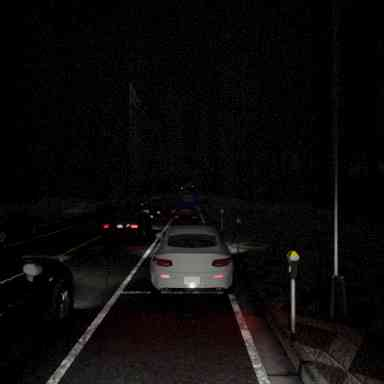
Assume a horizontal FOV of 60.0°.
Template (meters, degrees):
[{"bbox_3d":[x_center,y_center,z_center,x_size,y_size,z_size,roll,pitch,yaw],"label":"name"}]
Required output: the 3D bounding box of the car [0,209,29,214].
[{"bbox_3d":[-8.916,1.546,15.728,1.887,1.381,4.507,0,0,0],"label":"car"}]

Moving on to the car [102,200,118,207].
[{"bbox_3d":[-8.919,1.548,32.304,1.887,1.381,4.507,0,0,0],"label":"car"}]

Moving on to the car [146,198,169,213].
[{"bbox_3d":[-3.108,1.604,33.563,1.895,1.301,4.718,0,0,0],"label":"car"}]

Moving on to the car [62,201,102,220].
[{"bbox_3d":[-8.918,1.528,26.609,1.752,1.417,4.829,0,0,0],"label":"car"}]

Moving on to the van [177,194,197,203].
[{"bbox_3d":[-0.368,1.345,32.287,1.690,1.788,3.998,0,0,0],"label":"van"}]

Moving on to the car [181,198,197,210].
[{"bbox_3d":[-0.367,1.550,43.337,1.887,1.381,4.507,0,0,0],"label":"car"}]

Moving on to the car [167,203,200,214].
[{"bbox_3d":[-0.370,1.584,21.237,1.802,1.307,4.206,0,0,0],"label":"car"}]

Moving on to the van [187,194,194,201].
[{"bbox_3d":[-0.380,1.377,86.847,1.690,1.788,3.998,0,0,0],"label":"van"}]

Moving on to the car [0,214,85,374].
[{"bbox_3d":[-3.146,1.352,4.100,2.097,1.767,4.553,0,0,0],"label":"car"}]

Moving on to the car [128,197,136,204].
[{"bbox_3d":[-8.922,1.550,43.355,1.887,1.381,4.507,0,0,0],"label":"car"}]

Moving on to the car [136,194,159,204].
[{"bbox_3d":[-6.181,1.228,44.187,2.150,2.045,5.566,0,0,1],"label":"car"}]

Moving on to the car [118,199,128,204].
[{"bbox_3d":[-8.921,1.549,37.830,1.887,1.381,4.507,0,0,0],"label":"car"}]

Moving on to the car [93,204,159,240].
[{"bbox_3d":[-3.123,1.549,17.005,2.033,1.411,5.357,0,0,0],"label":"car"}]

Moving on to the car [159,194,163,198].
[{"bbox_3d":[-8.912,1.556,81.278,1.752,1.417,4.829,0,0,0],"label":"car"}]

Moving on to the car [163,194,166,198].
[{"bbox_3d":[-8.906,1.586,92.029,1.887,1.381,4.507,0,0,0],"label":"car"}]

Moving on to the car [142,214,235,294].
[{"bbox_3d":[0.003,1.526,8.650,1.812,1.442,4.674,0,0,0],"label":"car"}]
